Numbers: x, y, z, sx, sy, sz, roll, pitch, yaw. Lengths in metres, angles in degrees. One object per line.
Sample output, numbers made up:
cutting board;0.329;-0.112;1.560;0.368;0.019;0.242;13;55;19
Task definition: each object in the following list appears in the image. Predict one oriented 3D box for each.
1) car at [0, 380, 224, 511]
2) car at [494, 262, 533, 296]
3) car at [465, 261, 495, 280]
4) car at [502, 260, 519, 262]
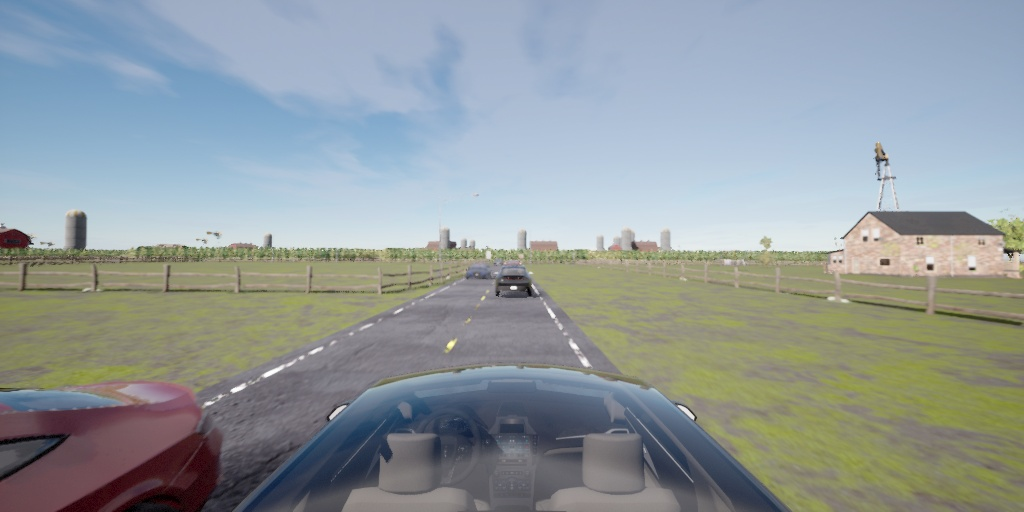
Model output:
car;-2.837;1.275;0.521;1.812;1.442;4.674;0;0;0
car;0.087;1.260;19.479;1.837;1.490;4.892;0;0;0
car;-2.840;1.319;31.179;1.994;1.385;4.181;0;0;0
car;0.104;1.231;42.071;1.882;1.535;5.008;0;0;0
